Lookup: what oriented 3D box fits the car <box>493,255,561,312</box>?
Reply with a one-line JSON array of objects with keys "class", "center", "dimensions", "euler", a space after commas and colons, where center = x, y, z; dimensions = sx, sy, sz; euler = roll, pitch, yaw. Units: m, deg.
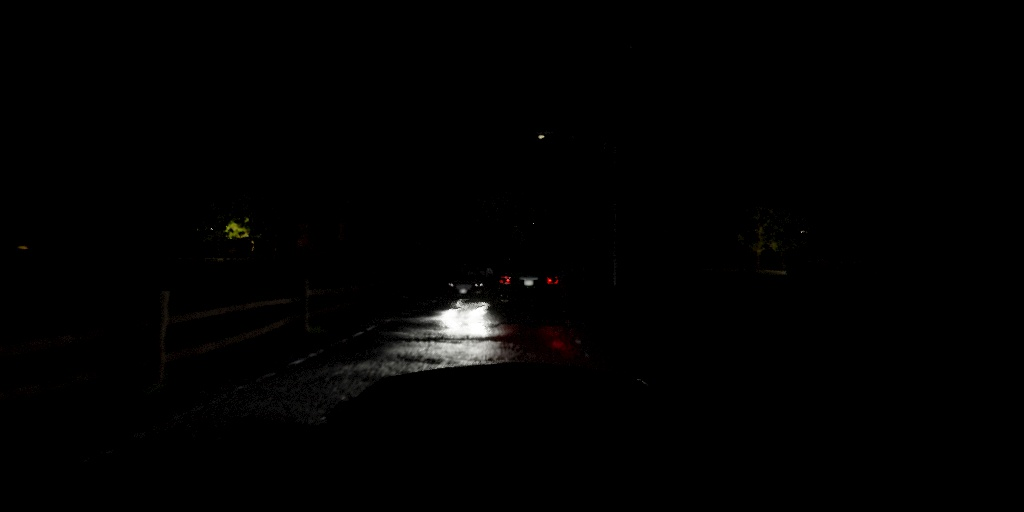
[{"class": "car", "center": [0.785, 0.986, 14.511], "dimensions": [2.150, 2.045, 5.566], "euler": [0, 0, 5]}]

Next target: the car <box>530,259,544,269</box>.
[{"class": "car", "center": [4.274, 1.357, 60.046], "dimensions": [1.882, 1.535, 5.008], "euler": [0, 0, 9]}]

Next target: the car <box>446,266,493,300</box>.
[{"class": "car", "center": [-1.851, 1.253, 17.842], "dimensions": [2.128, 1.511, 4.902], "euler": [0, 0, 6]}]
